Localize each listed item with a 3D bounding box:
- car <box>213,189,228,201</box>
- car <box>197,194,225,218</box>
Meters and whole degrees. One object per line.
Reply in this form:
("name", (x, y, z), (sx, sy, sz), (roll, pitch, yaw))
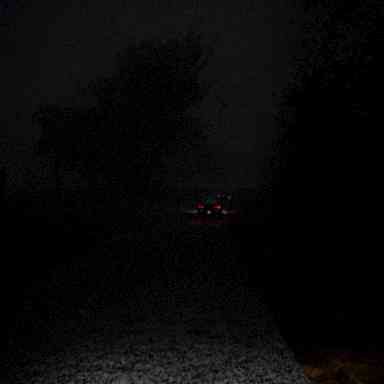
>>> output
("car", (3.588, 0.354, 42.678), (2.033, 1.411, 5.357), (1, 3, 8))
("car", (1.406, 1.143, 25.454), (1.812, 1.442, 4.674), (0, 2, 5))
